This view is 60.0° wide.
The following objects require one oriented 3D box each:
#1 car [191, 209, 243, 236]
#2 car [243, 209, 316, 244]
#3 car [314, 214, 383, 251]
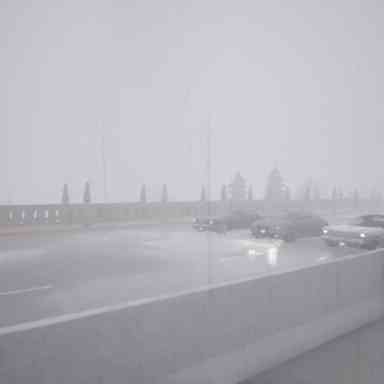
[{"bbox_3d":[2.278,1.607,18.518,4.718,1.301,1.895,0,0,-36],"label":"car"},{"bbox_3d":[4.789,1.571,16.022,4.181,1.385,1.994,0,0,-36],"label":"car"},{"bbox_3d":[7.322,1.608,13.521,4.718,1.301,1.895,0,0,-36],"label":"car"}]
